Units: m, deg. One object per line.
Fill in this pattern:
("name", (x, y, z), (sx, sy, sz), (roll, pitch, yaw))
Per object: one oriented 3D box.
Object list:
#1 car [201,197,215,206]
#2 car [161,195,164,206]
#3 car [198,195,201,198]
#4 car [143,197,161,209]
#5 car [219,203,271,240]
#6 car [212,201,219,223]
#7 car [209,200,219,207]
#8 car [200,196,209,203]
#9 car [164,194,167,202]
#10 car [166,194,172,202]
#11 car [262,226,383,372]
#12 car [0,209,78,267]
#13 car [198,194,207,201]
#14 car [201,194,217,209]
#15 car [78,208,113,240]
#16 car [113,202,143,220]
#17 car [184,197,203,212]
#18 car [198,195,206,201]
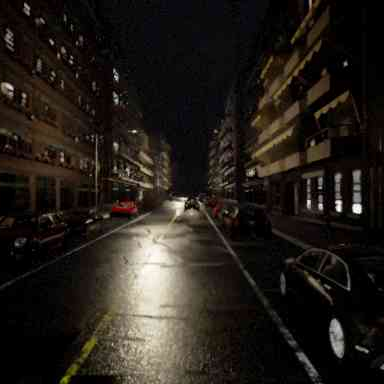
("car", (2.678, 1.559, 56.544), (2.008, 1.369, 4.403), (1, 0, 0))
("car", (-5.699, 1.533, 50.749), (1.752, 1.417, 4.829), (1, 0, 0))
("car", (-0.011, 1.514, 50.502), (1.837, 1.490, 4.892), (0, 0, 0))
("car", (-5.697, 1.551, 45.258), (1.887, 1.381, 4.507), (1, 0, 0))
("car", (2.696, 1.441, 16.912), (1.967, 1.590, 4.097), (1, 0, 0))
("car", (2.692, 1.553, 22.573), (2.008, 1.369, 4.403), (1, 0, 0))
("car", (2.689, 1.585, 28.235), (1.802, 1.307, 4.206), (1, 0, 0))
("car", (2.671, 1.598, 73.529), (1.802, 1.307, 4.206), (1, 0, 0))
("car", (-5.702, 1.534, 56.411), (1.752, 1.417, 4.829), (1, 0, 0))
("car", (-5.708, 1.334, 79.227), (2.192, 1.841, 5.009), (1, 0, 0))
("car", (2.699, 1.551, 5.589), (2.008, 1.369, 4.403), (1, 0, 0))
("car", (-5.682, 1.440, 11.288), (1.967, 1.590, 4.097), (1, 0, 0))
("car", (2.670, 1.337, 84.852), (2.192, 1.841, 5.009), (1, 0, 0))
("car", (2.685, 1.446, 45.221), (1.967, 1.590, 4.097), (1, 0, 0))
("car", (-5.686, 1.552, 16.949), (2.008, 1.369, 4.403), (1, 0, 0))
("car", (-5.691, 1.548, 28.273), (1.887, 1.381, 4.507), (1, 0, 0))
("car", (-0.016, 1.606, 39.270), (1.895, 1.301, 4.718), (0, 0, 0))
("car", (2.664, 1.591, 90.514), (1.947, 1.339, 4.313), (1, 0, 0))
